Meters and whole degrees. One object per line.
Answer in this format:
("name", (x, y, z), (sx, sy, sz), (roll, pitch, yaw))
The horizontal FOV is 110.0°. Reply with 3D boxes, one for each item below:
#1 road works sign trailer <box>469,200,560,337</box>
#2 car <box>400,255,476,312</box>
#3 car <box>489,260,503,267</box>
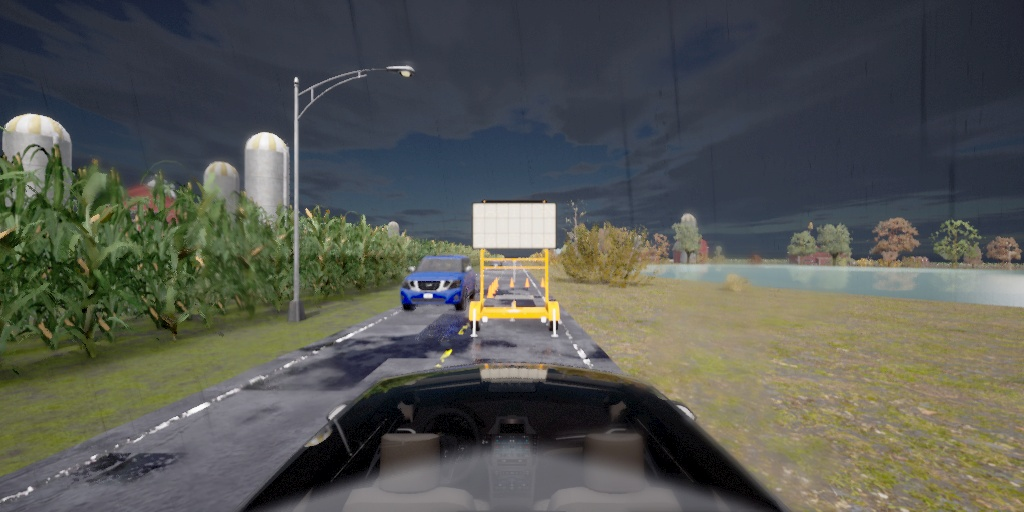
("road works sign trailer", (0.068, 0.212, 10.266), (2.380, 3.560, 2.880), (0, 0, 0))
("car", (-2.754, 0.971, 14.617), (2.150, 2.045, 5.566), (0, 0, 0))
("car", (-2.446, 1.287, 56.064), (2.128, 1.511, 4.902), (0, 0, 0))
